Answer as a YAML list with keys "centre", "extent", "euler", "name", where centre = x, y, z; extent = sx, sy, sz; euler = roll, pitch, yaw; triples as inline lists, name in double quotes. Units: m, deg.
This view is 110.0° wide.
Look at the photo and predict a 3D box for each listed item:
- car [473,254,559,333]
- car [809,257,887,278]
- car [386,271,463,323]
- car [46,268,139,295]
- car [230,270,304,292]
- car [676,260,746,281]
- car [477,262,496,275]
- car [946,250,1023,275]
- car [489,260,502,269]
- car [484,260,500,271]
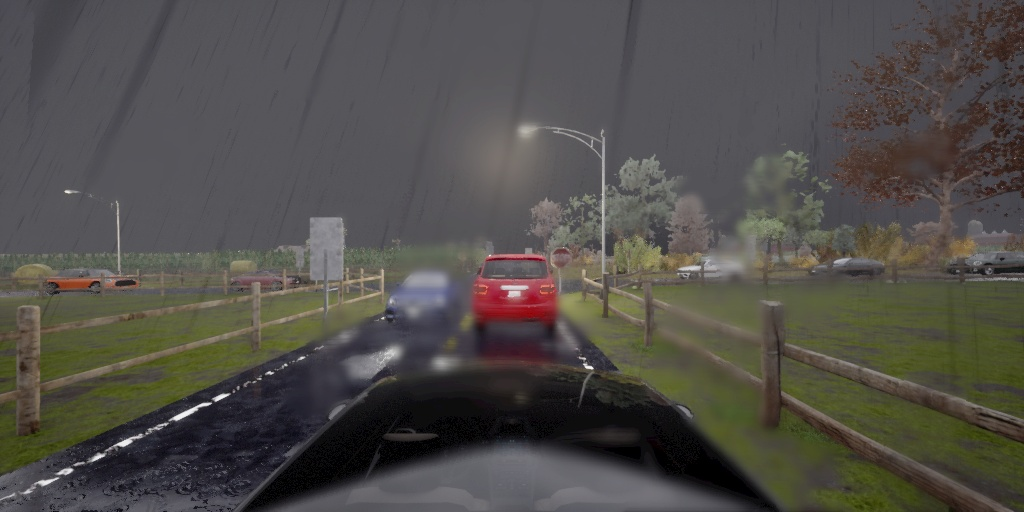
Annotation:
- centre: [0.152, 0.973, 10.924]
  extent: [2.150, 2.045, 5.566]
  euler: [0, 0, 2]
  name: "car"
- centre: [24.438, 0.829, 26.151]
  extent: [4.674, 1.442, 1.812]
  euler: [-1, 0, 1]
  name: "car"
- centre: [-2.786, 1.277, 12.293]
  extent: [1.812, 1.442, 4.674]
  euler: [0, 0, -1]
  name: "car"
- centre: [-28.210, 1.614, 24.239]
  extent: [4.553, 1.767, 2.097]
  euler: [-1, 0, 1]
  name: "car"
- centre: [-16.326, 1.603, 24.000]
  extent: [4.181, 1.385, 1.994]
  euler: [-1, 0, 0]
  name: "car"
- centre: [14.570, 1.002, 26.347]
  extent: [4.674, 1.442, 1.812]
  euler: [-1, 0, 1]
  name: "car"
- centre: [-2.812, 1.383, 40.732]
  extent: [1.895, 1.301, 4.718]
  euler: [0, 0, 0]
  name: "car"
- centre: [34.610, 0.482, 25.945]
  extent: [4.553, 1.767, 2.097]
  euler: [-1, 0, 1]
  name: "car"
- centre: [-2.789, 1.380, 61.157]
  extent: [1.994, 1.385, 4.181]
  euler: [0, 0, 1]
  name: "car"
- centre: [-2.808, 1.345, 51.150]
  extent: [2.033, 1.411, 5.357]
  euler: [0, 0, 0]
  name: "car"
